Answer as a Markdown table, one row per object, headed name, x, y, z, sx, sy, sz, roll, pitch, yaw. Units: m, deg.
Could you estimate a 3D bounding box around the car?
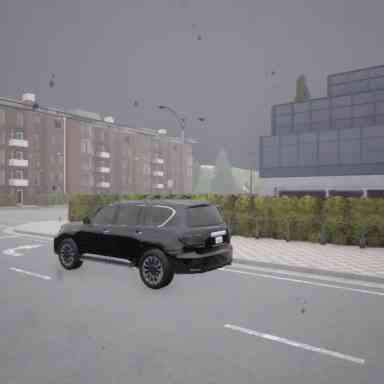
| name | x | y | z | sx | sy | sz | roll | pitch | yaw |
| --- | --- | --- | --- | --- | --- | --- | --- | --- | --- |
| car | -1.551 | 1.221 | 9.387 | 5.566 | 2.045 | 2.150 | 0 | 0 | 35 |
